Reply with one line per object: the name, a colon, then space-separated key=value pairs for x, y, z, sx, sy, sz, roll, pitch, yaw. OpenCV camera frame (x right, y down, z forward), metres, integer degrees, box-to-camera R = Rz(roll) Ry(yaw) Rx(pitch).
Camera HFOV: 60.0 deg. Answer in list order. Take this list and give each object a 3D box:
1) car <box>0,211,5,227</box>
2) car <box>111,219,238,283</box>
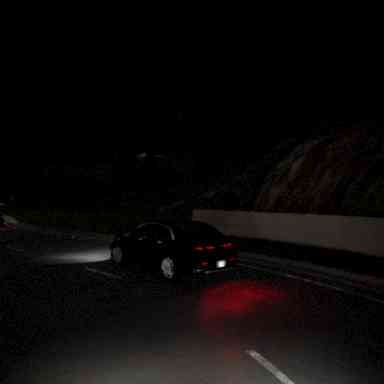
car: x=-16.713 y=2.090 z=27.330 sx=1.882 sy=1.535 sz=5.008 roll=-1 pitch=0 yaw=-37
car: x=-0.783 y=1.590 z=10.166 sx=1.837 sy=1.490 sz=4.892 roll=0 pitch=-1 yaw=-39
